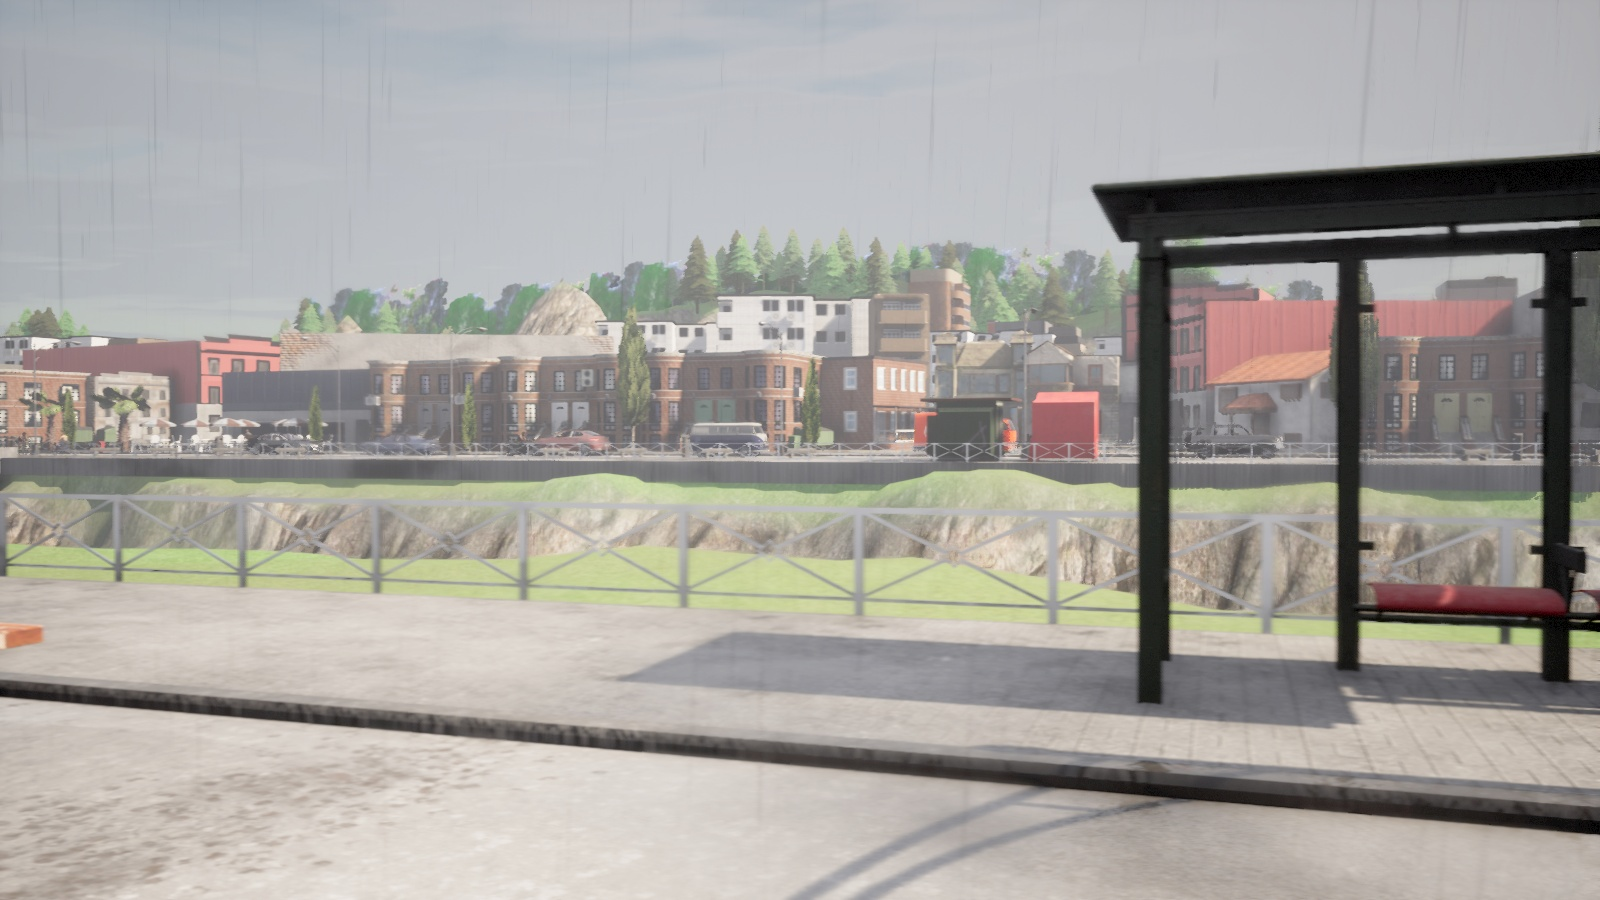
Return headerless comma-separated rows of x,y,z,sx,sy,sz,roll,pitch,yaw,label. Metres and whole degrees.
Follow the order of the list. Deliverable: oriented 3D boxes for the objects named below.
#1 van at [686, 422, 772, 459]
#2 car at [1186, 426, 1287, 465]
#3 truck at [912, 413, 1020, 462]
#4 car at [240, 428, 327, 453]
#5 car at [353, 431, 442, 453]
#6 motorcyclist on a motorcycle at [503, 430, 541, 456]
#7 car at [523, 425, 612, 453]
-3.939,-0.559,70.135,4.442,1.987,1.775,1,1,19,van
21.382,-0.263,61.625,4.605,1.855,1.932,1,1,19,car
8.736,-0.682,65.871,5.204,2.467,2.627,1,1,19,truck
-32.818,-0.619,79.844,4.902,1.511,2.128,1,1,19,car
-26.232,-0.535,81.850,5.357,1.411,2.033,1,1,19,car
-16.450,-0.444,74.343,2.044,1.523,0.797,1,1,19,motorcyclist on a motorcycle
-14.434,-0.696,77.881,5.027,1.651,2.152,1,1,19,car
